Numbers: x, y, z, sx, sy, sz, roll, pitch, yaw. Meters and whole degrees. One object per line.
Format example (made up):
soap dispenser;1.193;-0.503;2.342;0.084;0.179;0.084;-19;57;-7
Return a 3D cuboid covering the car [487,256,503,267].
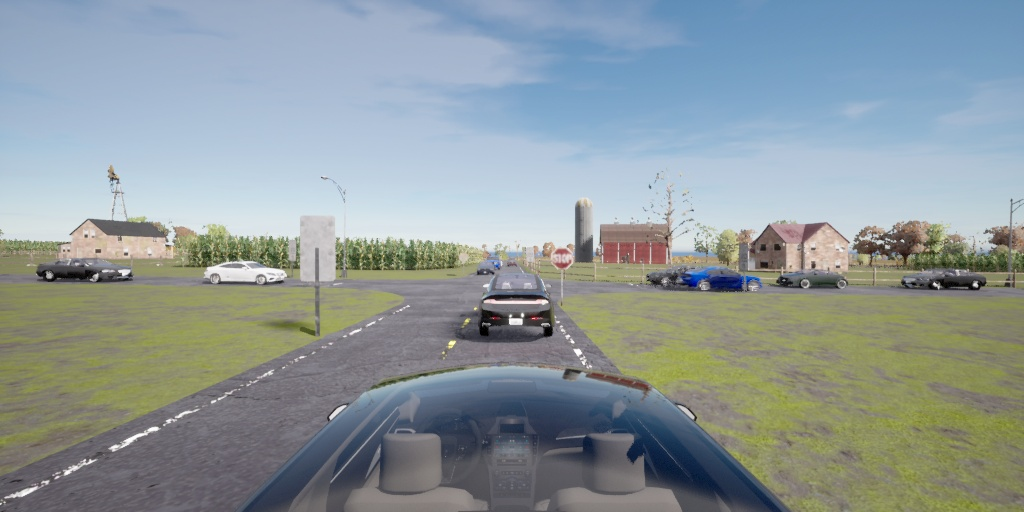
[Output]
car;-2.825;1.004;53.167;2.150;2.045;5.566;0;0;0

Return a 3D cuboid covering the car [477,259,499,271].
car;-2.818;1.316;39.631;2.033;1.411;5.357;0;0;-1

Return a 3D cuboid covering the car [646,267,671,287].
car;12.398;1.440;26.246;4.892;1.490;1.837;1;1;2

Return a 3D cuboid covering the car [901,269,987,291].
car;31.479;1.686;26.237;4.902;1.511;2.128;1;1;0

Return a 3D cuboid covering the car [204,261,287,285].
car;-17.134;1.067;23.128;4.674;1.442;1.812;1;1;0

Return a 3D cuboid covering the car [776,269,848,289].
car;21.871;1.629;26.212;4.181;1.385;1.994;1;1;0

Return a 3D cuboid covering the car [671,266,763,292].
car;13.416;1.458;23.216;5.008;1.535;1.882;1;1;0

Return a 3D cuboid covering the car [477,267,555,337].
car;0.143;1.241;10.343;2.128;1.511;4.902;0;0;1

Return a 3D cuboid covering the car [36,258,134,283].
car;-27.378;0.880;23.097;4.902;1.511;2.128;1;1;0
